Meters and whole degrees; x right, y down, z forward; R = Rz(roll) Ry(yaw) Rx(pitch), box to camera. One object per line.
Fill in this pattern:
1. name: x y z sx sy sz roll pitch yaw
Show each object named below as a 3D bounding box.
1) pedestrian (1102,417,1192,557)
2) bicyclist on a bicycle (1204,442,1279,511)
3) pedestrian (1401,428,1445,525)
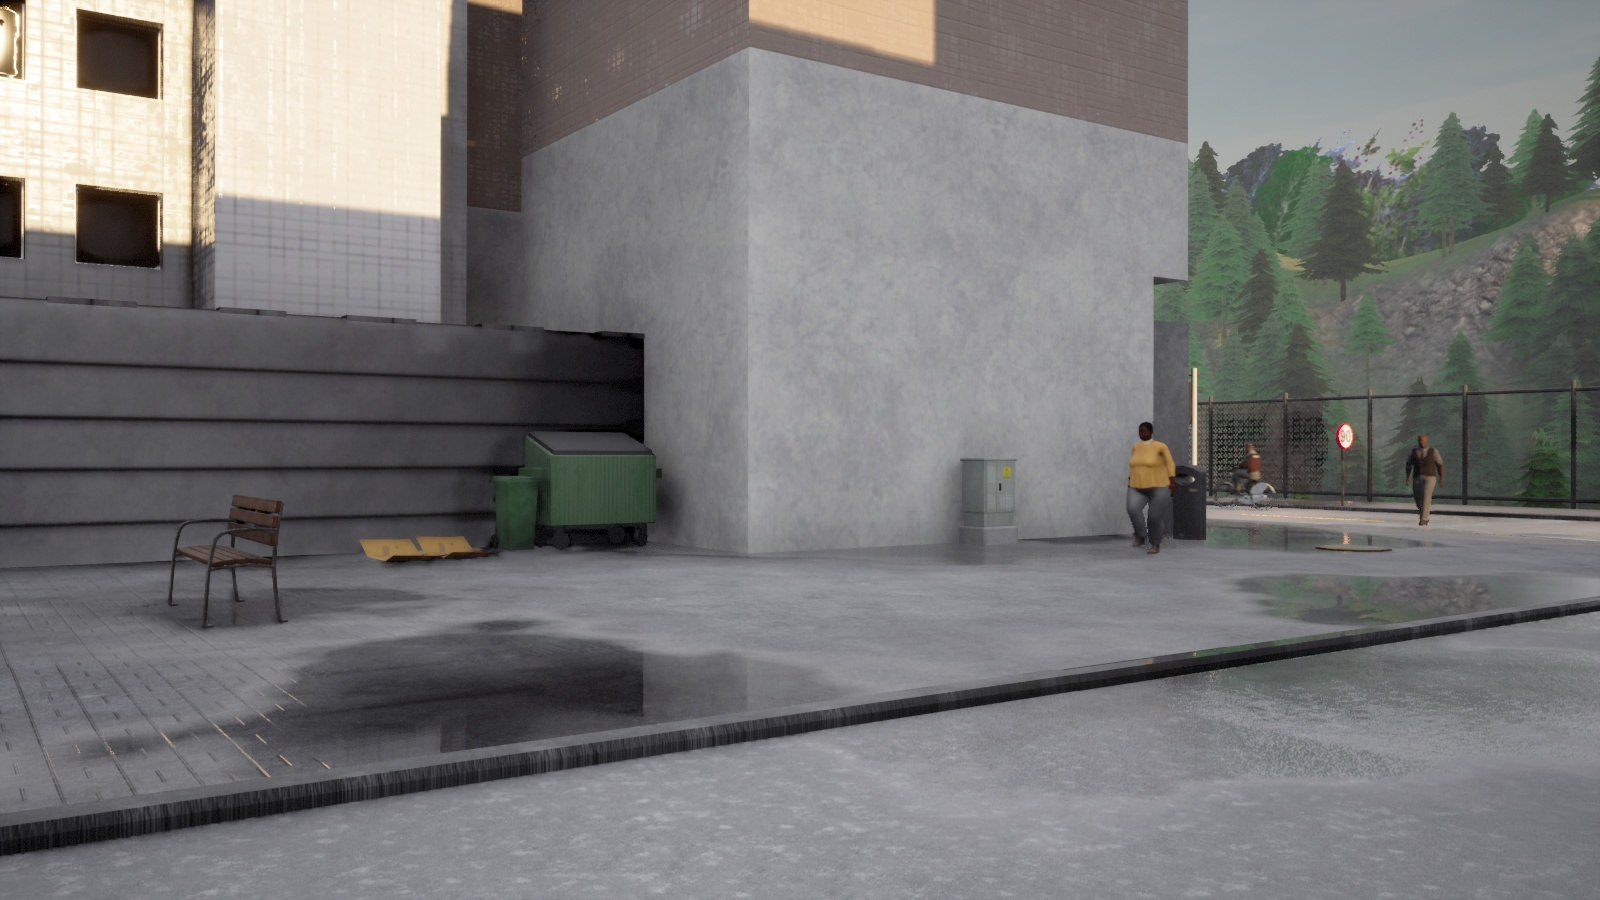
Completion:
1. pedestrian: 4.794 0.493 17.347 0.874 1.855 0.900 0 0 45
2. bicyclist on a bicycle: 11.654 0.672 33.195 0.659 1.776 1.843 0 0 -34
3. pedestrian: 12.248 0.511 24.683 0.563 1.883 0.849 0 0 41
